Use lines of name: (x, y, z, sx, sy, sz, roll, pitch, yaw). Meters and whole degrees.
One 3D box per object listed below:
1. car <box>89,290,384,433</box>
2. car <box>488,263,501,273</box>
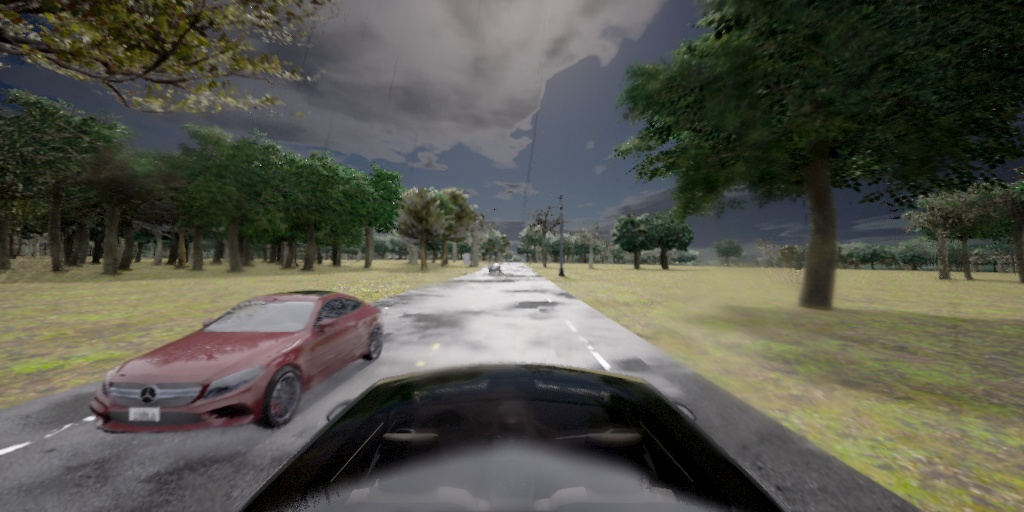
car: (-3.590, 1.323, 5.841, 1.812, 1.442, 4.674, 0, -1, 0)
car: (-2.785, 1.929, 58.706, 2.128, 1.511, 4.902, 0, -1, 2)
